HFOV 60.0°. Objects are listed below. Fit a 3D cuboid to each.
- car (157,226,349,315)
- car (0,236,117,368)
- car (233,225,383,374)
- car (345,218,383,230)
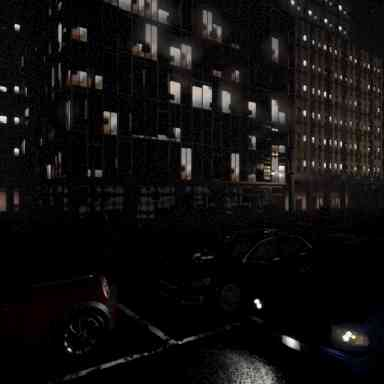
[{"bbox_3d":[1.312,1.557,7.498,4.403,1.369,2.008,0,0,-36],"label":"car"},{"bbox_3d":[-3.191,1.440,4.285,4.097,1.590,1.967,0,0,-36],"label":"car"},{"bbox_3d":[3.439,1.554,5.832,5.357,1.411,2.033,0,0,-36],"label":"car"},{"bbox_3d":[5.815,1.557,10.711,4.507,1.381,1.887,0,0,-36],"label":"car"}]
